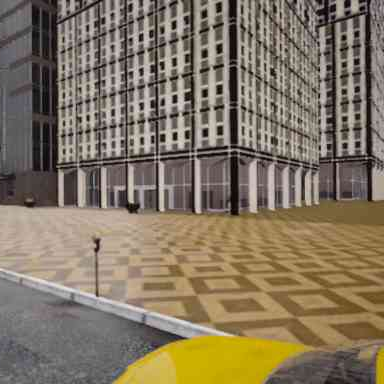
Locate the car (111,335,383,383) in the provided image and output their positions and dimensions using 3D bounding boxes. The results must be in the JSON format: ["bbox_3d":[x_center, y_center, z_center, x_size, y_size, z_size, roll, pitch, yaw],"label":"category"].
[{"bbox_3d":[1.433,1.527,1.866,4.829,1.417,1.752,0,-1,36],"label":"car"}]
